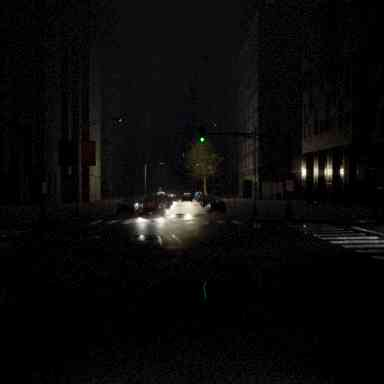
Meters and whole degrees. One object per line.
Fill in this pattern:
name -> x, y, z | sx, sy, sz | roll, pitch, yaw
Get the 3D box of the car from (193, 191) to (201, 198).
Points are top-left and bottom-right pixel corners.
car -> 1.306, 0.774, 95.587 | 2.192, 1.841, 5.009 | 0, 0, -1

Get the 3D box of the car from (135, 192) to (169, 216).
car -> -3.451, 1.157, 29.519 | 2.097, 1.767, 4.553 | 0, 0, -1

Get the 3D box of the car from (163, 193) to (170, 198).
car -> -7.212, 0.984, 95.095 | 1.887, 1.381, 4.507 | 0, 0, -1

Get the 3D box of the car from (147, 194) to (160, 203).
car -> -6.592, 1.166, 57.037 | 1.752, 1.417, 4.829 | 0, 0, -1

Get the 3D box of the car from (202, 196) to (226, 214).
car -> 2.337, 1.354, 32.369 | 2.008, 1.369, 4.403 | 0, 0, -1

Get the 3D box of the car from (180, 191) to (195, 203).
car -> -0.894, 1.110, 61.183 | 1.882, 1.535, 5.008 | 0, 0, -1

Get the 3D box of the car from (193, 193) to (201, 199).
car -> 1.392, 1.036, 90.300 | 2.008, 1.369, 4.403 | 0, 0, -1

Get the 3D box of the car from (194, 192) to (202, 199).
car -> 1.909, 1.205, 58.571 | 2.008, 1.369, 4.403 | 0, 0, -1

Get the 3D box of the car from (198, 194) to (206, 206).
car -> 2.159, 1.285, 43.257 | 1.887, 1.381, 4.507 | 0, 0, -1

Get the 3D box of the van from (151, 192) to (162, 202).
van -> -6.682, 0.951, 62.618 | 1.690, 1.788, 3.998 | 0, 0, -1

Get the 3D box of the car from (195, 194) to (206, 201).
car -> 1.737, 1.162, 69.148 | 1.947, 1.339, 4.313 | 0, 0, -1

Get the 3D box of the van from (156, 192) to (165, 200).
van -> -6.859, 0.893, 73.444 | 1.690, 1.788, 3.998 | 0, 0, -1

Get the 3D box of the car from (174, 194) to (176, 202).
car -> -3.787, 1.293, 49.143 | 1.895, 1.301, 4.718 | 0, 0, -1

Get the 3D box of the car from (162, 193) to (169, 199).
car -> -7.123, 1.049, 89.682 | 1.802, 1.307, 4.206 | 0, 0, -1

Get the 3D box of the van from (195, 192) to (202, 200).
van -> 1.565, 0.881, 79.723 | 1.690, 1.788, 3.998 | 0, 0, -1

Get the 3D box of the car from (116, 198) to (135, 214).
car -> -6.187, 1.333, 32.234 | 2.008, 1.369, 4.403 | 0, 0, -1

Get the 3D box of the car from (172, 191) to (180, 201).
car -> -3.959, 1.098, 64.792 | 2.128, 1.511, 4.902 | 0, 0, -1

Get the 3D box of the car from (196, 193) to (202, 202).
car -> 2.071, 1.260, 48.700 | 2.008, 1.369, 4.403 | 0, 0, -1

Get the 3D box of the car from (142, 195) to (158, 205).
car -> -6.506, 1.236, 51.795 | 1.947, 1.339, 4.313 | 0, 0, -1

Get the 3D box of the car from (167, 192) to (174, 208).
car -> -3.626, 1.100, 39.262 | 2.097, 1.767, 4.553 | 0, 0, -1

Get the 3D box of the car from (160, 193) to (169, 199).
car -> -7.035, 1.045, 84.270 | 2.008, 1.369, 4.403 | 0, 0, -1

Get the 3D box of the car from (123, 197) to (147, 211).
car -> -6.269, 1.304, 37.225 | 2.008, 1.369, 4.403 | 0, 0, -1
